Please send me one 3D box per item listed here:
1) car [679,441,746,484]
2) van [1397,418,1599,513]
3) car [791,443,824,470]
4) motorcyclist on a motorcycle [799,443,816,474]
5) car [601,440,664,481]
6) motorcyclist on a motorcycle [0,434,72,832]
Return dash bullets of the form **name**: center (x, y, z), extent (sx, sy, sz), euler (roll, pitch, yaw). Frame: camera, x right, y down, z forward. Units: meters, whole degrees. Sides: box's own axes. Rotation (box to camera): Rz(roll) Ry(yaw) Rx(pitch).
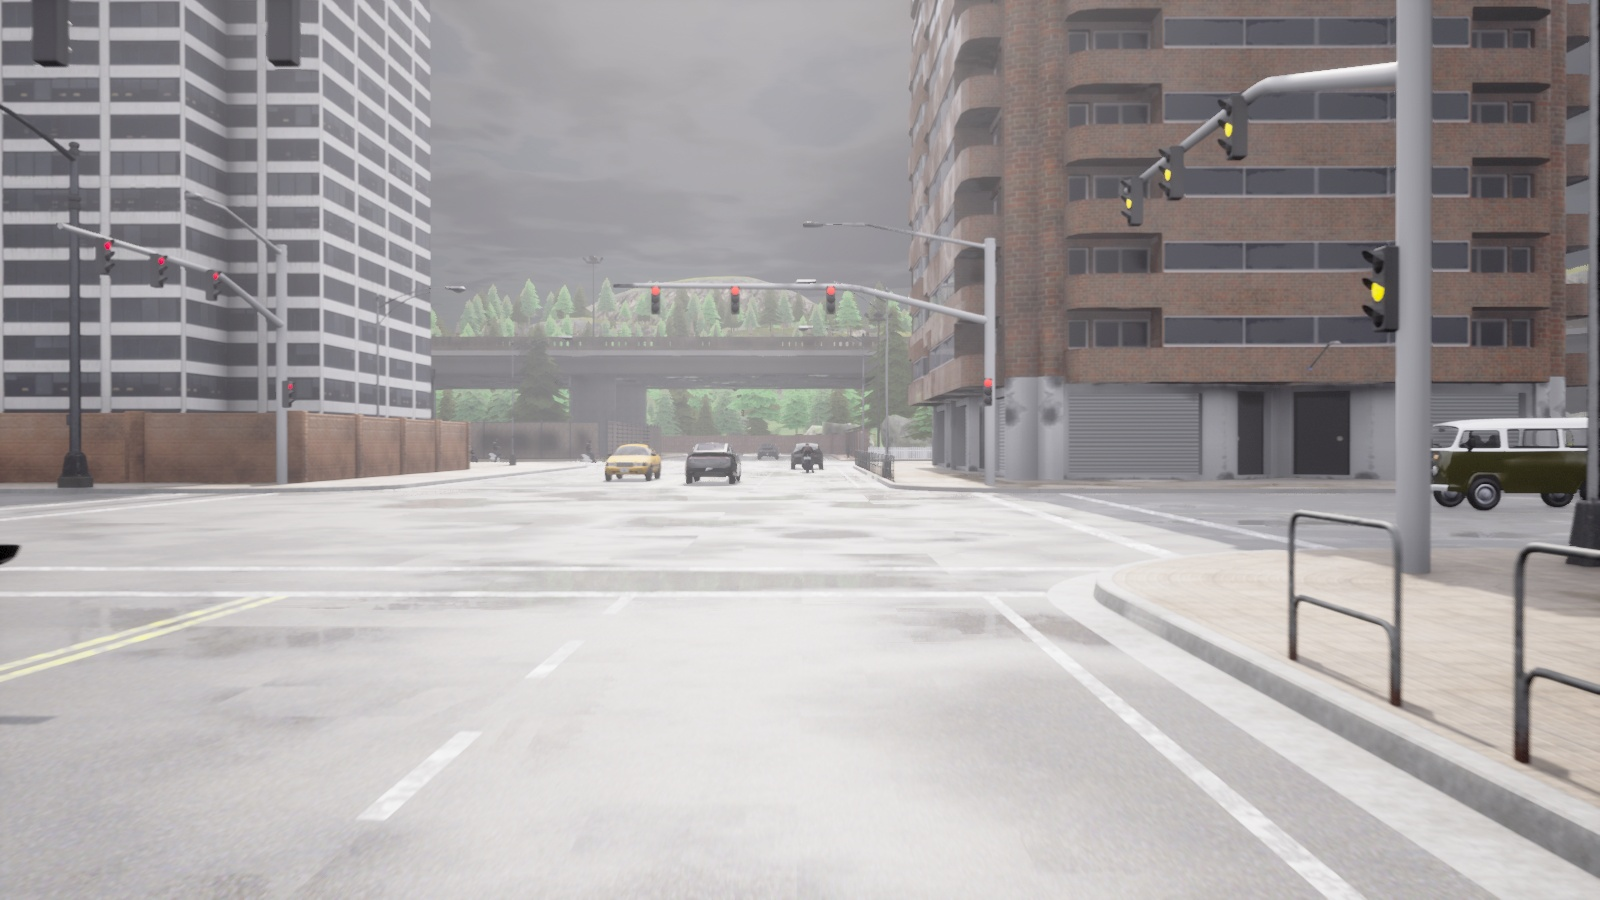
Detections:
- **car**: center (-3.220, 0.435, 47.119), extent (2.128, 1.511, 4.902), euler (0, 0, 1)
- **van**: center (16.038, 0.325, 27.960), extent (4.480, 2.038, 2.069), euler (0, 0, 1)
- **car**: center (0.411, 0.345, 72.142), extent (1.837, 1.490, 4.892), euler (0, 0, 0)
- **motorcyclist on a motorcycle**: center (0.377, 0.426, 63.173), extent (0.866, 1.530, 2.191), euler (0, 0, 0)
- **car**: center (-6.707, 0.394, 50.821), extent (1.801, 1.575, 5.366), euler (0, 0, 0)
- **motorcyclist on a motorcycle**: center (-3.462, 0.702, 4.250), extent (0.797, 1.523, 2.044), euler (0, 0, 0)
